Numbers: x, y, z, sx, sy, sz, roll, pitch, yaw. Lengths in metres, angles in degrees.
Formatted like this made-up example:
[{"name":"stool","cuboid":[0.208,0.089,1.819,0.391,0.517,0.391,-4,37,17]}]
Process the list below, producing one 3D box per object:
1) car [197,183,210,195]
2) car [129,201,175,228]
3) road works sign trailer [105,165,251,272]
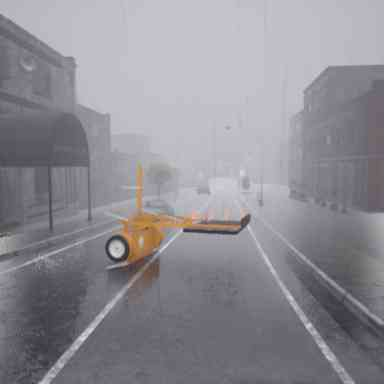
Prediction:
[{"name":"car","cuboid":[2.117,-0.506,59.741,2.150,2.045,5.566,1,2,6]},{"name":"car","cuboid":[-2.169,1.200,19.010,1.994,1.385,4.181,1,1,6]},{"name":"road works sign trailer","cuboid":[-0.271,0.665,9.270,3.560,2.880,2.380,1,1,16]}]
